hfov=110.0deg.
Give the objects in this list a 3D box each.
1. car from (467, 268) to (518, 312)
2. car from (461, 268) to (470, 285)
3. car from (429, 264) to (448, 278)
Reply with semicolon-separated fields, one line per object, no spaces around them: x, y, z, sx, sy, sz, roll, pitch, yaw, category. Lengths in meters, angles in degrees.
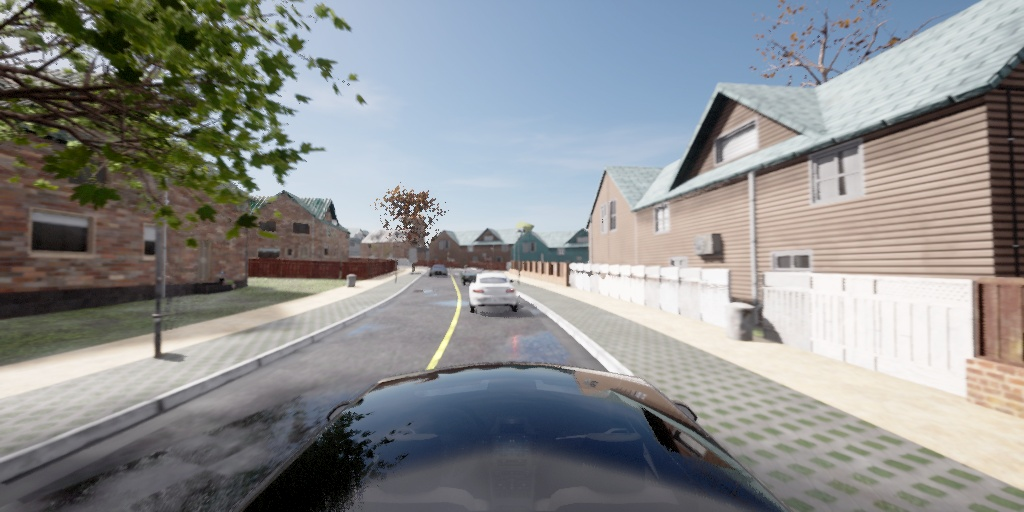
-0.865;1.423;15.075;1.812;1.442;4.674;0;0;-7;car
-3.107;1.587;28.668;1.895;1.301;4.718;0;0;-10;car
-7.954;1.599;38.983;1.994;1.385;4.181;0;0;-10;car
